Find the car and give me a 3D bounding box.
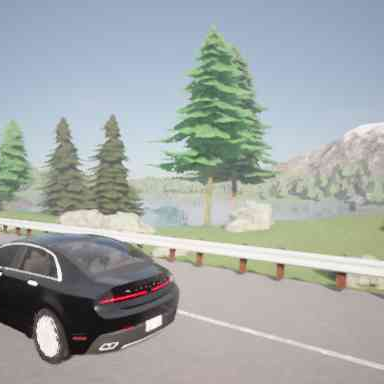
[{"bbox_3d":[-2.456,1.486,5.862,4.892,1.490,1.837,0,0,36],"label":"car"}]
